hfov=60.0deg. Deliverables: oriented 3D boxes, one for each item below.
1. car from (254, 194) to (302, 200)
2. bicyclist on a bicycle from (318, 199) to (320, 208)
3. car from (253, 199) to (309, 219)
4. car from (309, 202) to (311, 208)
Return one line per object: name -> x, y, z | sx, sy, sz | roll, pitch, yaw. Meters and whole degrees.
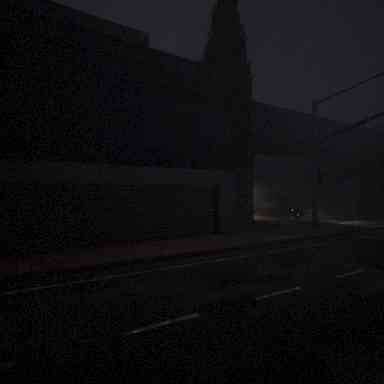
car -> 8.695, 1.221, 34.158 | 2.150, 2.045, 5.566 | 0, 0, -36
bicyclist on a bicycle -> 16.223, 1.303, 43.263 | 1.656, 1.620, 0.582 | 0, 0, -37
car -> 7.632, 1.601, 29.727 | 1.895, 1.301, 4.718 | 0, 0, -37
car -> 12.407, 1.526, 41.200 | 1.812, 1.442, 4.674 | 0, 0, -37
